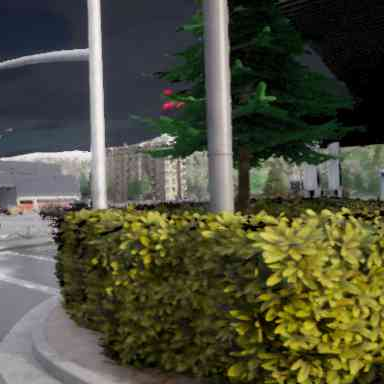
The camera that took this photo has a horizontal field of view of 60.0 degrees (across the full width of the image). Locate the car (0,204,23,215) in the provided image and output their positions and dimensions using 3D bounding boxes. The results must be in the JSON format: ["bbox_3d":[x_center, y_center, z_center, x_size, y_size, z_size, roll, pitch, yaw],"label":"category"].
[{"bbox_3d":[-27.989,2.710,51.035,5.027,1.636,2.152,-2,-1,35],"label":"car"}]

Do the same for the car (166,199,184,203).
[{"bbox_3d":[-2.015,2.077,56.214,3.633,1.501,1.845,-2,-1,35],"label":"car"}]

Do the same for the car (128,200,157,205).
[{"bbox_3d":[-7.855,2.170,48.106,4.514,1.523,2.007,-2,-1,35],"label":"car"}]

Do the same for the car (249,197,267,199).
[{"bbox_3d":[11.108,1.709,61.397,5.027,1.636,2.152,-2,-1,35],"label":"car"}]

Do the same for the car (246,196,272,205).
[{"bbox_3d":[12.888,1.684,63.981,4.514,1.523,2.007,-2,-1,35],"label":"car"}]

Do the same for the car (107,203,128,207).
[{"bbox_3d":[-8.749,2.125,33.485,3.806,1.475,1.970,-2,-1,35],"label":"car"}]

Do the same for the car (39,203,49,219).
[{"bbox_3d":[-15.676,2.133,38.382,4.605,1.855,1.932,-2,-1,35],"label":"car"}]

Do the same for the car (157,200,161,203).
[{"bbox_3d":[-8.291,2.551,79.096,3.633,1.501,1.845,-2,-1,35],"label":"car"}]

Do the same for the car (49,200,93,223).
[{"bbox_3d":[-11.186,1.898,31.137,3.866,1.878,1.905,-2,-1,35],"label":"car"}]

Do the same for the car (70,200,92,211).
[{"bbox_3d":[-20.560,2.489,61.449,3.866,1.878,1.905,-2,-1,35],"label":"car"}]

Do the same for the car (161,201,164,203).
[{"bbox_3d":[-3.986,2.358,72.360,3.806,1.475,1.970,-2,-1,35],"label":"car"}]

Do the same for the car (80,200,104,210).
[{"bbox_3d":[-19.207,2.489,64.053,4.605,1.855,1.932,-2,-1,35],"label":"car"}]
